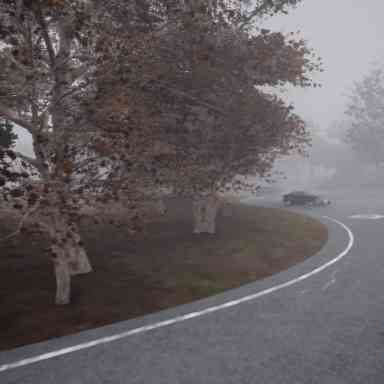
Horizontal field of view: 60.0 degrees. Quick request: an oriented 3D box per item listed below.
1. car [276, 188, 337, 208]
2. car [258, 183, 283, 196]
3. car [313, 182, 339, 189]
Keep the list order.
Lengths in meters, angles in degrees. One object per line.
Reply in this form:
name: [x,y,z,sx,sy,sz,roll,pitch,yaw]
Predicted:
car: [10.570,0.652,31.039,2.128,1.511,4.902,-4,2,-25]
car: [12.728,-0.439,53.848,2.150,2.045,5.566,-1,2,41]
car: [24.666,-1.037,61.476,4.892,1.490,1.837,-3,1,-12]
